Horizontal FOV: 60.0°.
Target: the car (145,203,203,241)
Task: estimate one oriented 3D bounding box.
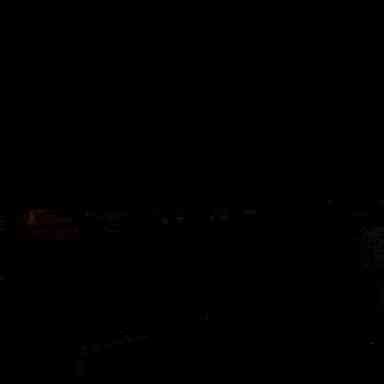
[{"bbox_3d":[-1.790,1.408,17.391,2.185,1.767,4.553,1,0,-36],"label":"car"}]

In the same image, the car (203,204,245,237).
[{"bbox_3d":[0.473,1.438,19.005,2.185,1.767,4.553,1,0,-36],"label":"car"}]

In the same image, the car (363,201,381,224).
[{"bbox_3d":[11.872,1.722,26.949,1.946,1.575,5.366,1,-1,-36],"label":"car"}]

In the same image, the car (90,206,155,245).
[{"bbox_3d":[-4.074,1.508,15.807,2.231,1.521,4.892,1,0,-35],"label":"car"}]

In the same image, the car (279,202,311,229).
[{"bbox_3d":[4.982,1.625,22.253,2.231,1.521,4.892,1,0,-36],"label":"car"}]

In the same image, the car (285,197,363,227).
[{"bbox_3d":[9.522,1.438,25.465,2.435,2.045,5.566,1,0,-36],"label":"car"}]

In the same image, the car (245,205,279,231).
[{"bbox_3d":[2.718,1.633,20.642,2.002,1.452,4.674,1,0,-36],"label":"car"}]

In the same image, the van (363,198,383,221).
[{"bbox_3d":[14.096,1.535,28.621,1.878,1.987,4.442,1,-1,-36],"label":"van"}]

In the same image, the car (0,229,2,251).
[{"bbox_3d":[-8.612,1.328,12.600,2.185,1.767,4.553,1,0,-36],"label":"car"}]

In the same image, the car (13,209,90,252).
[{"bbox_3d":[-6.328,1.480,14.186,2.097,1.535,5.008,1,0,-36],"label":"car"}]
